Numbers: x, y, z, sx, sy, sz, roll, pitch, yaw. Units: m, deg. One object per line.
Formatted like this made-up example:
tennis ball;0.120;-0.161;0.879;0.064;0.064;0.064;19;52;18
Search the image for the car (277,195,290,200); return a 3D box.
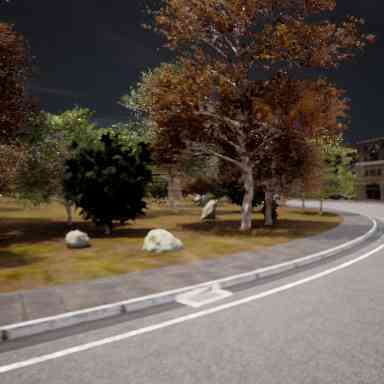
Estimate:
car;19.158;1.349;70.497;1.812;1.442;4.674;-2;0;-9
